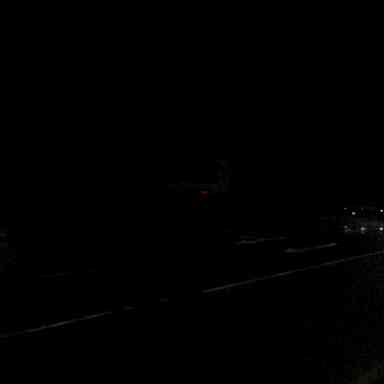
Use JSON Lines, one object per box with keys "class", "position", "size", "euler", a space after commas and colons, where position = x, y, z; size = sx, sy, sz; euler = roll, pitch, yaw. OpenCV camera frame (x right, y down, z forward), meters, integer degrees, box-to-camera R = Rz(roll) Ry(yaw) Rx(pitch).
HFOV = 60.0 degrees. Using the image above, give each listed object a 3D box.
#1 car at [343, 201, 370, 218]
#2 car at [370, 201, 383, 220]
{"class": "car", "position": [15.257, 1.469, 28.985], "size": [4.718, 1.301, 1.895], "euler": [0, 0, -36]}
{"class": "car", "position": [16.015, 1.368, 25.221], "size": [4.902, 1.511, 2.128], "euler": [0, 0, -36]}
